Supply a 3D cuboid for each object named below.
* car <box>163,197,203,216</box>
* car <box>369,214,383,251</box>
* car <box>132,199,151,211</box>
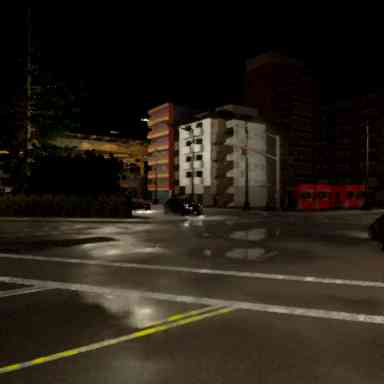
[{"bbox_3d":[-0.932,1.324,32.476,2.097,1.767,4.553,0,0,-35],"label":"car"},{"bbox_3d":[8.530,1.515,13.535,1.812,1.442,4.674,1,0,21],"label":"car"},{"bbox_3d":[-6.634,1.535,40.626,1.994,1.385,4.181,0,0,-35],"label":"car"}]
